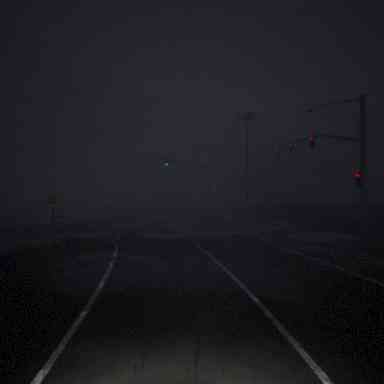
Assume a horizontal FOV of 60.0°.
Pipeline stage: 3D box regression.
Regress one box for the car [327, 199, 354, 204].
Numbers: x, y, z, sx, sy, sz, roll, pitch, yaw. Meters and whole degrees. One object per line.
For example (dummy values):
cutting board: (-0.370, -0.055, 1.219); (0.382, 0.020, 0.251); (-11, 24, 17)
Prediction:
car: (26.690, 2.010, 59.769); (4.902, 1.511, 2.128); (0, -1, -11)
